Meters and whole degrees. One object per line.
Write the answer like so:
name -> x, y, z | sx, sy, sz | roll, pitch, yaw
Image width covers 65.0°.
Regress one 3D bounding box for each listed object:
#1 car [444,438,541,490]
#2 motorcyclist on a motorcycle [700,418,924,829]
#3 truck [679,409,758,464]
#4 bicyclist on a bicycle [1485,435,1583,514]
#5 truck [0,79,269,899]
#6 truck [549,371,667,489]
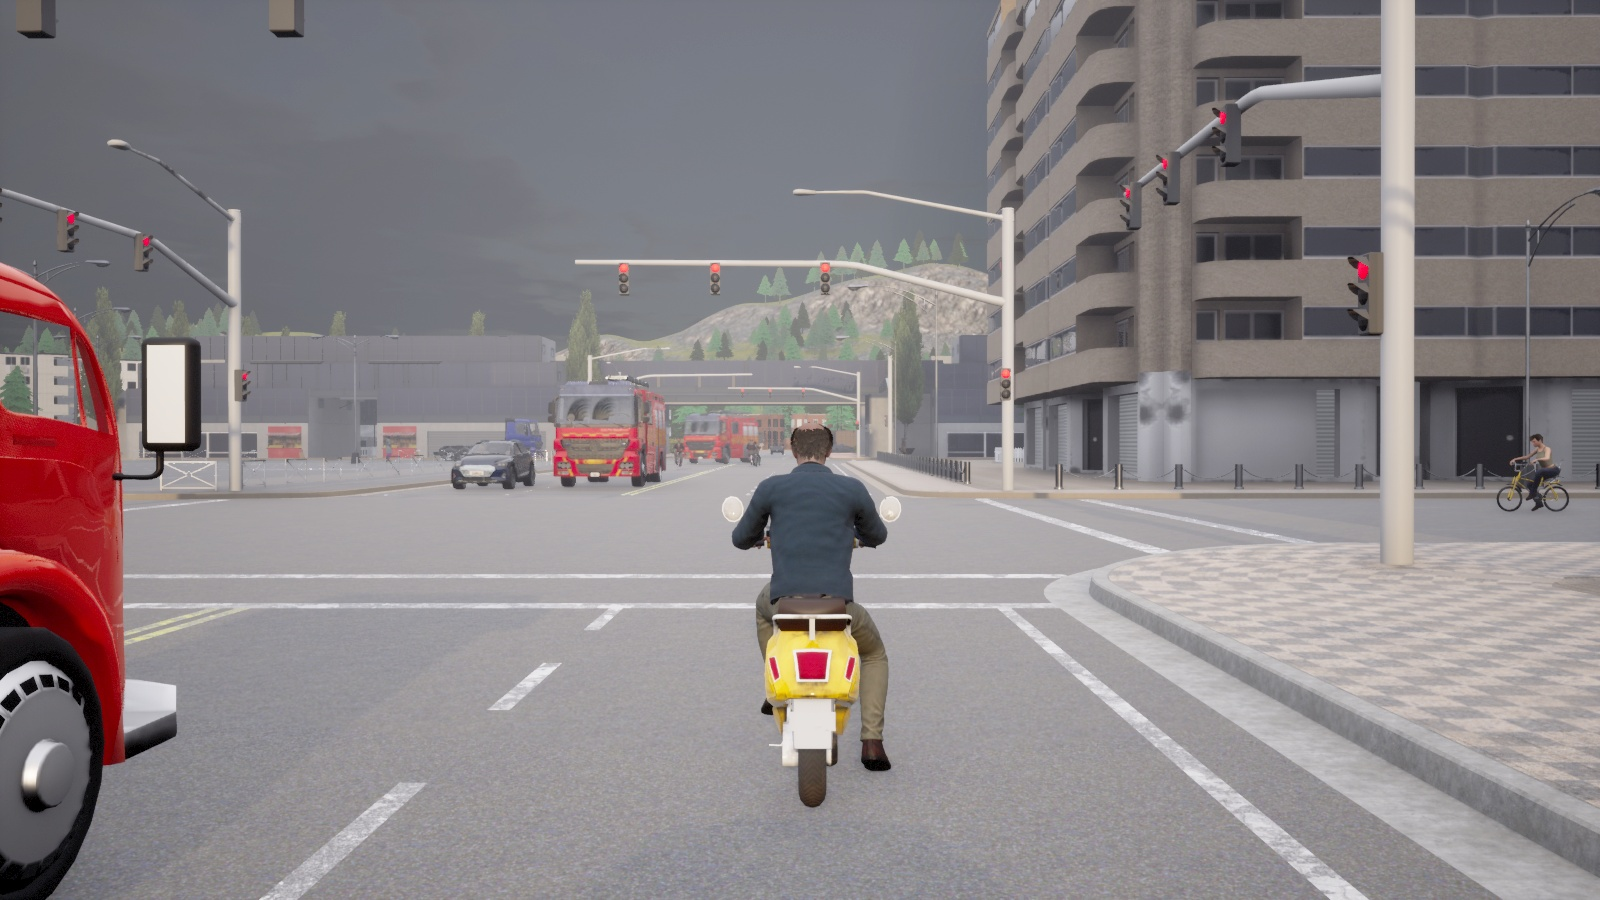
car -> -10.210, 0.432, 42.084 | 2.033, 1.649, 4.856 | 0, 0, 0
motorcyclist on a motorcycle -> 0.053, 0.667, 5.772 | 0.866, 1.590, 1.817 | 0, 0, 0
truck -> -5.769, -0.936, 91.014 | 2.891, 3.827, 8.468 | 0, 0, 17
bicyclist on a bicycle -> 15.104, 0.494, 25.880 | 1.509, 1.612, 0.866 | 0, 0, 0
truck -> -3.468, 0.243, 2.454 | 2.627, 2.467, 5.204 | 0, 0, 0
truck -> -6.690, -0.677, 45.089 | 2.891, 3.827, 8.468 | 0, 0, 0
